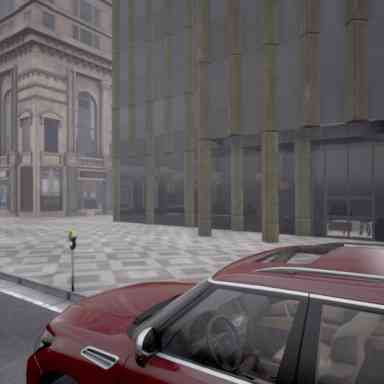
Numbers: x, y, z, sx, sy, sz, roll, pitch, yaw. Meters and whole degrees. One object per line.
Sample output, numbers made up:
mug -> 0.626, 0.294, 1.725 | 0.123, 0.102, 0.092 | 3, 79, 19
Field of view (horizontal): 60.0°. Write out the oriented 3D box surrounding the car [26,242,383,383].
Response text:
car -> 0.928, 1.315, 2.311 | 5.009, 1.841, 2.192 | 0, 0, 36
